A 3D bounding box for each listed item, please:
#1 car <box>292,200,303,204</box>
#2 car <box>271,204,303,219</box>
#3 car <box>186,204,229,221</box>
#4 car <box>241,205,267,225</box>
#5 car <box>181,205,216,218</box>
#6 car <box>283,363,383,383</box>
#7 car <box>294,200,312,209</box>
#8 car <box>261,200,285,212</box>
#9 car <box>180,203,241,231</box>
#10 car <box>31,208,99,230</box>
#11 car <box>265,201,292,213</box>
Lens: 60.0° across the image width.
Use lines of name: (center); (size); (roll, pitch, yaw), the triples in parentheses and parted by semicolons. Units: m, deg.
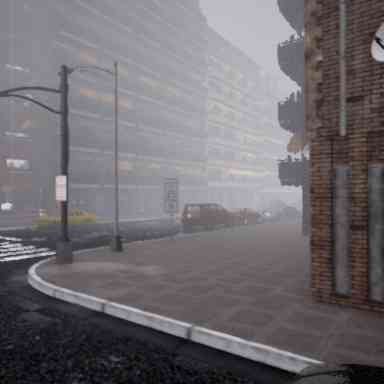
car: (20.300, 2.811, 65.894); (1.887, 1.381, 4.507); (-1, -2, 35)
car: (10.929, 2.308, 37.958); (1.802, 1.307, 4.206); (-2, -2, 35)
car: (1.730, 2.101, 34.832); (2.128, 1.511, 4.902); (0, -1, 35)
car: (4.432, 2.068, 28.681); (1.887, 1.381, 4.507); (-2, -2, 35)
car: (0.808, 2.204, 38.058); (1.887, 1.381, 4.507); (-2, -2, 35)
car: (2.210, 1.564, 1.299); (4.313, 1.339, 1.947); (0, 0, 35)
car: (23.546, 2.681, 70.538); (2.192, 1.841, 5.009); (-1, -2, 35)
car: (13.800, 2.380, 56.621); (2.192, 1.841, 5.009); (-1, -2, 35)
car: (1.181, 1.735, 24.049); (2.192, 1.841, 5.009); (-2, -2, 35)
car: (-9.036, 1.873, 24.001); (1.752, 1.417, 4.829); (-2, -2, 35)
car: (13.057, 2.342, 50.839); (2.097, 1.767, 4.553); (0, -1, 35)
